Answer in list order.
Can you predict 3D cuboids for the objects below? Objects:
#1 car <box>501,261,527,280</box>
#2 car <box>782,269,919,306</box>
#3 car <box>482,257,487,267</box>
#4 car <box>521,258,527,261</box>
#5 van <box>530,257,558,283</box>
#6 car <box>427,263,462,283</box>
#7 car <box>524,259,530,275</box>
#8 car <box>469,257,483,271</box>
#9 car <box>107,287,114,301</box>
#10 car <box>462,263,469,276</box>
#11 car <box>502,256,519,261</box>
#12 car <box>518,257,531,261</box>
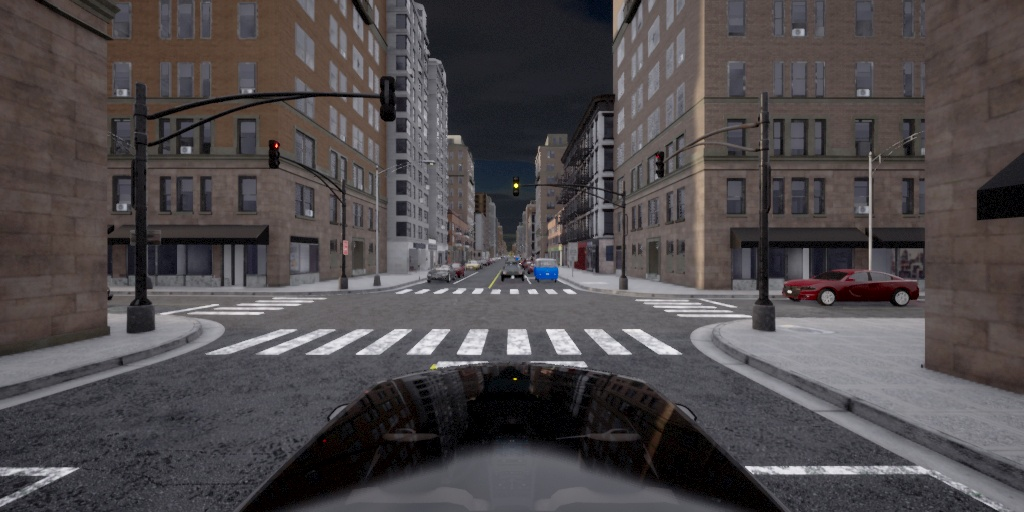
[{"bbox_3d":[0.045,1.347,30.460,1.895,1.301,4.718,0,0,0],"label":"car"},{"bbox_3d":[14.788,1.325,15.848,5.008,1.535,1.882,0,0,1],"label":"car"},{"bbox_3d":[-5.494,1.302,56.368,1.948,1.339,4.313,0,0,0],"label":"car"},{"bbox_3d":[2.542,1.322,50.708,1.802,1.307,4.207,0,0,0],"label":"car"},{"bbox_3d":[2.586,1.087,27.982,1.690,1.789,3.998,0,0,0],"label":"van"},{"bbox_3d":[-5.439,1.297,27.958,2.007,1.370,4.403,0,0,0],"label":"car"},{"bbox_3d":[2.564,1.327,39.345,1.802,1.307,4.207,0,0,0],"label":"car"},{"bbox_3d":[-5.483,1.266,50.516,1.751,1.417,4.829,0,0,0],"label":"car"},{"bbox_3d":[-17.752,1.197,12.787,5.357,1.411,2.033,0,0,0],"label":"car"},{"bbox_3d":[-5.450,1.291,33.640,1.888,1.381,4.507,0,0,0],"label":"car"},{"bbox_3d":[-0.103,1.086,58.129,2.097,1.767,4.553,0,0,0],"label":"car"},{"bbox_3d":[2.531,1.050,56.390,2.192,1.841,5.009,0,0,0],"label":"car"}]
